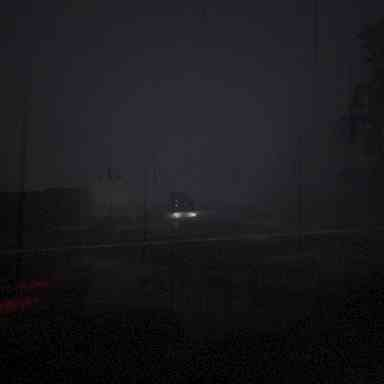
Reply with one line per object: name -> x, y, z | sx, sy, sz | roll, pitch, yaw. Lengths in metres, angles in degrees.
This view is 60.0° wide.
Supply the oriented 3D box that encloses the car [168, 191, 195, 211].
car -> -1.255, 0.913, 35.927 | 2.150, 2.045, 5.566 | -2, 0, -13
